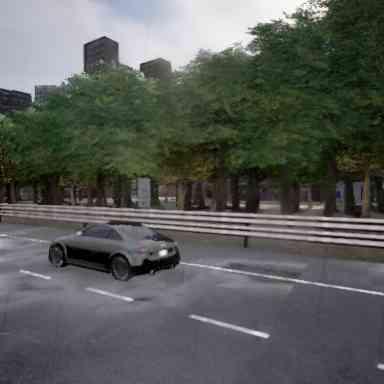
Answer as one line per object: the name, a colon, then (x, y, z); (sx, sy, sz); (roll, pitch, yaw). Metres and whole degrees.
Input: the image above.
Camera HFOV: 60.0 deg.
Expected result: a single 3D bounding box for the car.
car: (-2.389, 1.569, 9.872); (4.181, 1.385, 1.994); (0, 0, 36)
